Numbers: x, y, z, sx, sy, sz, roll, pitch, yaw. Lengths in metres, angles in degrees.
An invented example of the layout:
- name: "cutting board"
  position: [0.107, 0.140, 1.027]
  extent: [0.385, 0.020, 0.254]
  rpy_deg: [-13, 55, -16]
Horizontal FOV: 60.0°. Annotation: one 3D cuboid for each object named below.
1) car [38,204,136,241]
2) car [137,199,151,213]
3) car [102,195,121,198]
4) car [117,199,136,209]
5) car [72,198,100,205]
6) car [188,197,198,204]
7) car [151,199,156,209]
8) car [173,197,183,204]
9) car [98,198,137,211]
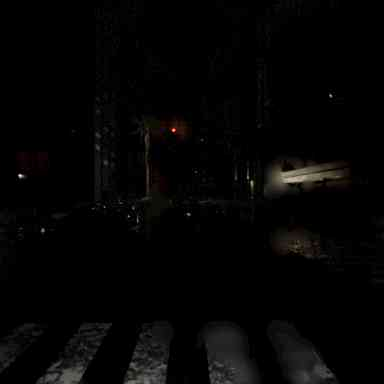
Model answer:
- name: "car"
  position: [-5.332, 1.559, 16.828]
  extent: [1.812, 1.442, 4.674]
  rpy_deg: [1, 0, 37]
- name: "car"
  position: [-6.512, 1.593, 39.089]
  extent: [2.128, 1.511, 4.902]
  rpy_deg: [0, 0, 0]
- name: "car"
  position: [-9.763, 1.326, 39.834]
  extent: [2.150, 2.045, 5.566]
  rpy_deg: [0, 0, 0]
- name: "car"
  position: [-9.723, 1.709, 49.794]
  extent: [1.994, 1.385, 4.181]
  rpy_deg: [0, 0, 0]
- name: "car"
  position: [-9.780, 1.548, 29.887]
  extent: [1.882, 1.535, 5.008]
  rpy_deg: [0, 0, 0]
- name: "car"
  position: [0.262, 1.801, 69.848]
  extent: [1.994, 1.385, 4.181]
  rpy_deg: [0, 0, 0]
- name: "car"
  position: [-6.479, 1.742, 48.978]
  extent: [1.895, 1.301, 4.718]
  rpy_deg: [0, 0, 0]
- name: "car"
  position: [-2.988, 1.801, 69.830]
  extent: [1.994, 1.385, 4.181]
  rpy_deg: [0, 0, 0]
- name: "car"
  position: [-6.534, 1.547, 29.621]
  extent: [1.882, 1.535, 5.008]
  rpy_deg: [0, 0, 0]
